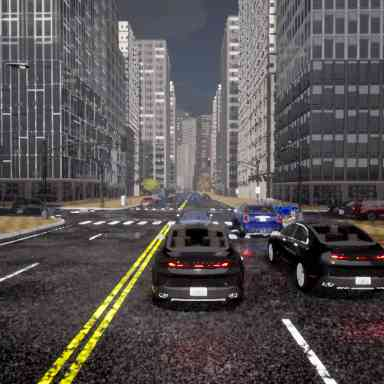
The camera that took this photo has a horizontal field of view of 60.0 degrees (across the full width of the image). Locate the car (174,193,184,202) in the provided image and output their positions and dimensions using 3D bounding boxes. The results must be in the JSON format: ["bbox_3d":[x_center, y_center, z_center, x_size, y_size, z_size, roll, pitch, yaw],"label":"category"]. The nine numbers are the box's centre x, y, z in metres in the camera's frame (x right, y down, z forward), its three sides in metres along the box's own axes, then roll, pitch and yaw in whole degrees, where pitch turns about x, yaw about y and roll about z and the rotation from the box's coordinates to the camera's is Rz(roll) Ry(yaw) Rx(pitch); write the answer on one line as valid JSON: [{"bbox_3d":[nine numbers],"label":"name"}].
[{"bbox_3d":[-3.045,1.154,77.904,2.150,2.045,5.566,0,0,0],"label":"car"}]

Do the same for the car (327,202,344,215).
[{"bbox_3d":[16.517,1.617,34.309,4.892,1.490,1.837,1,1,1],"label":"car"}]

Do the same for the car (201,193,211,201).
[{"bbox_3d":[3.460,1.396,79.350,1.882,1.535,5.008,0,0,0],"label":"car"}]

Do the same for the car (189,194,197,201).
[{"bbox_3d":[0.210,1.396,79.361,1.882,1.535,5.008,0,0,0],"label":"car"}]

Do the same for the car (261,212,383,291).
[{"bbox_3d":[3.374,1.500,8.968,1.837,1.490,4.892,0,0,0],"label":"car"}]

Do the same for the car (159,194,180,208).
[{"bbox_3d":[-3.213,1.471,48.292,1.837,1.490,4.892,0,0,0],"label":"car"}]

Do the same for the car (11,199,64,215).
[{"bbox_3d":[-14.679,1.412,31.696,4.674,1.442,1.812,1,1,1],"label":"car"}]

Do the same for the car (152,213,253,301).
[{"bbox_3d":[0.120,1.501,8.261,1.837,1.490,4.892,0,0,0],"label":"car"}]

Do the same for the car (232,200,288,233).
[{"bbox_3d":[3.396,1.342,18.051,2.097,1.767,4.553,0,0,0],"label":"car"}]

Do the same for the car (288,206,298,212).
[{"bbox_3d":[7.668,1.564,31.278,5.008,1.535,1.882,1,1,1],"label":"car"}]

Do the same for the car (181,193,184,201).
[{"bbox_3d":[-3.096,1.469,67.452,1.812,1.442,4.674,0,0,1],"label":"car"}]

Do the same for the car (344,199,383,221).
[{"bbox_3d":[16.276,1.519,28.529,5.009,1.841,2.192,1,0,1],"label":"car"}]

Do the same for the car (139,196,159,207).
[{"bbox_3d":[-6.459,1.491,49.065,1.812,1.442,4.674,0,0,2],"label":"car"}]

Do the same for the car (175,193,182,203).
[{"bbox_3d":[-3.182,1.460,57.631,1.837,1.490,4.892,0,0,0],"label":"car"}]

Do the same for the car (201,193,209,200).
[{"bbox_3d":[3.487,1.097,89.739,2.097,1.767,4.553,0,0,0],"label":"car"}]

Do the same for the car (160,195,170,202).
[{"bbox_3d":[-6.295,1.453,77.944,1.812,1.442,4.674,0,0,0],"label":"car"}]

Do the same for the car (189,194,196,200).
[{"bbox_3d":[0.237,1.220,89.779,1.882,1.535,5.008,0,0,0],"label":"car"}]

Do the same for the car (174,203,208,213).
[{"bbox_3d":[0.147,1.538,17.816,2.033,1.411,5.357,0,0,0],"label":"car"}]

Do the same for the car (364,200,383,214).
[{"bbox_3d":[21.906,1.643,36.800,4.829,1.417,1.752,1,0,1],"label":"car"}]

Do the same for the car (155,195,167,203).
[{"bbox_3d":[-6.340,1.420,67.673,1.882,1.535,5.008,0,0,0],"label":"car"}]
